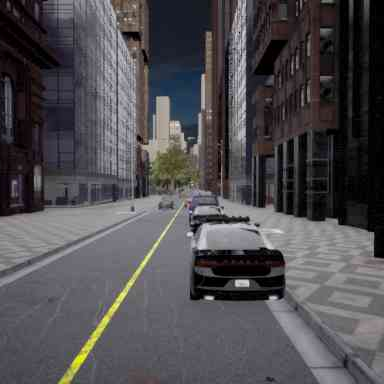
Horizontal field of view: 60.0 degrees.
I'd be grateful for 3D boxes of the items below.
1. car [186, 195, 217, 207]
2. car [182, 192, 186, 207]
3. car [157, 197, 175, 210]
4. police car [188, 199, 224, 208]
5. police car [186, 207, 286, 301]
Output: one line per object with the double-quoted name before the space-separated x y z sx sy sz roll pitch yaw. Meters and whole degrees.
"car" 0.873 1.208 24.419 2.150 2.045 5.566 0 0 0
"car" -0.006 1.302 48.728 2.097 1.767 4.553 0 0 0
"car" -3.145 1.466 41.401 1.837 1.490 4.892 0 0 0
"police car" 0.879 1.414 18.500 1.930 1.638 5.238 0 0 0
"police car" 0.891 1.421 8.499 1.930 1.638 5.238 0 0 0
